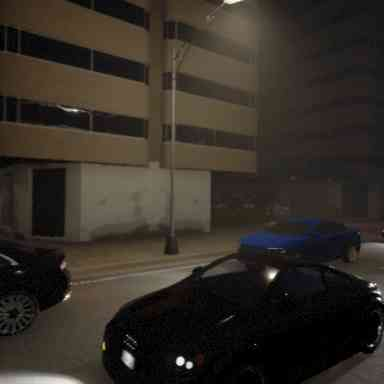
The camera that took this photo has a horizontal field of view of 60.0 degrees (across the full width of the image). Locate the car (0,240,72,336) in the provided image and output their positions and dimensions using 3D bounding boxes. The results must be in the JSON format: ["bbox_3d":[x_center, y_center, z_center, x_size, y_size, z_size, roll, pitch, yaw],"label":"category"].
[{"bbox_3d":[-4.446,1.490,5.151,4.902,1.511,2.128,1,-1,-35],"label":"car"}]

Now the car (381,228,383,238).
[{"bbox_3d":[11.817,1.803,17.081,5.357,1.411,2.033,1,-1,-36],"label":"car"}]

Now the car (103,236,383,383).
[{"bbox_3d":[0.933,1.611,4.696,4.181,1.385,1.994,1,-1,-36],"label":"car"}]

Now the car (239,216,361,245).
[{"bbox_3d":[3.683,1.604,11.079,5.008,1.535,1.882,1,-1,-37],"label":"car"}]
